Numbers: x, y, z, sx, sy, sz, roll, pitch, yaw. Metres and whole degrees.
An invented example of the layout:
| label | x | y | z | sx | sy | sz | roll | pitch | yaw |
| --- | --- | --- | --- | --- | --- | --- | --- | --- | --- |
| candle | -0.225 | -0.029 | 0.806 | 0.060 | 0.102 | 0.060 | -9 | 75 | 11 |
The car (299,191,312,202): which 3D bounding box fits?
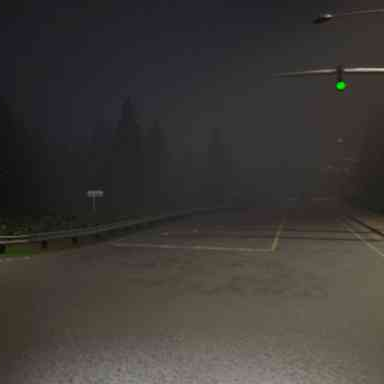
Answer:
| label | x | y | z | sx | sy | sz | roll | pitch | yaw |
| --- | --- | --- | --- | --- | --- | --- | --- | --- | --- |
| car | 18.944 | 0.632 | 55.506 | 2.097 | 1.767 | 4.553 | -1 | 0 | 20 |
